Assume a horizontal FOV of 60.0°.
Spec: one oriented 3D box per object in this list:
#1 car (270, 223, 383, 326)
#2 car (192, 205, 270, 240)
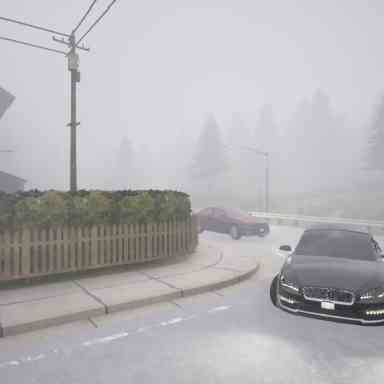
[{"bbox_3d":[3.182,1.505,7.316,1.837,1.490,4.892,0,0,27],"label":"car"},{"bbox_3d":[1.882,1.478,17.452,1.882,1.535,5.008,0,0,-33],"label":"car"}]
